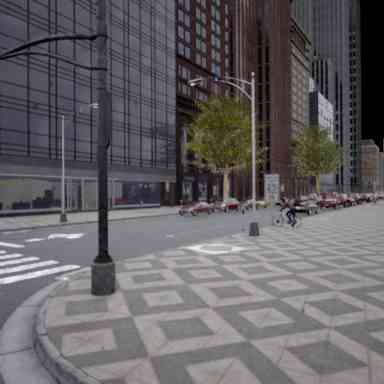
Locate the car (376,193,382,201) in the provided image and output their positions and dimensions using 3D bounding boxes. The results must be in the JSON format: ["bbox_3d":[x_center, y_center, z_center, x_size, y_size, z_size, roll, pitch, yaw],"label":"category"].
[{"bbox_3d":[42.625,1.359,77.988,1.802,1.307,4.206,-1,0,35],"label":"car"}]

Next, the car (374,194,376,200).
[{"bbox_3d":[36.330,1.302,68.837,1.752,1.417,4.829,-1,0,35],"label":"car"}]

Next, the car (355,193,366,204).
[{"bbox_3d":[26.645,1.118,54.761,2.192,1.841,5.009,0,0,35],"label":"car"}]

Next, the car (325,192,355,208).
[{"bbox_3d":[20.254,1.137,45.470,2.192,1.841,5.009,0,0,35],"label":"car"}]

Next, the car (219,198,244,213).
[{"bbox_3d":[3.646,1.366,36.366,1.967,1.590,4.097,0,0,35],"label":"car"}]

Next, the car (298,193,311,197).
[{"bbox_3d":[19.628,1.415,59.599,1.887,1.381,4.507,0,0,35],"label":"car"}]

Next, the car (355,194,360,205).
[{"bbox_3d":[23.451,1.378,50.114,1.947,1.339,4.313,0,0,35],"label":"car"}]

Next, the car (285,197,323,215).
[{"bbox_3d":[10.668,1.424,31.531,1.947,1.339,4.313,0,0,35],"label":"car"}]

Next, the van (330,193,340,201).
[{"bbox_3d":[35.607,1.186,82.831,1.690,1.788,3.998,-1,0,35],"label":"van"}]

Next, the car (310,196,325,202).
[{"bbox_3d":[26.021,1.418,68.892,1.947,1.339,4.313,0,0,35],"label":"car"}]

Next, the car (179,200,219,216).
[{"bbox_3d":[0.452,1.524,31.720,1.802,1.307,4.206,0,0,35],"label":"car"}]

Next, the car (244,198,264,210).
[{"bbox_3d":[6.844,1.494,41.013,1.802,1.307,4.206,0,0,35],"label":"car"}]

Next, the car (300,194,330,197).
[{"bbox_3d":[16.489,1.339,44.529,2.128,1.511,4.902,-1,0,35],"label":"car"}]

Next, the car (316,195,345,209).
[{"bbox_3d":[17.059,1.377,40.823,1.887,1.381,4.507,0,0,35],"label":"car"}]

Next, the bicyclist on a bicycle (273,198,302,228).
[{"bbox_3d":[5.240,1.177,18.414,1.656,1.620,0.582,-1,0,35],"label":"bicyclist on a bicycle"}]

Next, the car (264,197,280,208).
[{"bbox_3d":[9.943,1.426,45.519,1.752,1.417,4.829,0,0,35],"label":"car"}]

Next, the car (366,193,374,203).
[{"bbox_3d":[33.038,1.099,64.053,2.192,1.841,5.009,0,0,35],"label":"car"}]

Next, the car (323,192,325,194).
[{"bbox_3d":[22.175,1.052,52.796,2.150,2.045,5.566,-1,0,35],"label":"car"}]

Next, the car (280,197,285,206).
[{"bbox_3d":[13.236,1.455,50.306,1.947,1.339,4.313,0,0,35],"label":"car"}]
